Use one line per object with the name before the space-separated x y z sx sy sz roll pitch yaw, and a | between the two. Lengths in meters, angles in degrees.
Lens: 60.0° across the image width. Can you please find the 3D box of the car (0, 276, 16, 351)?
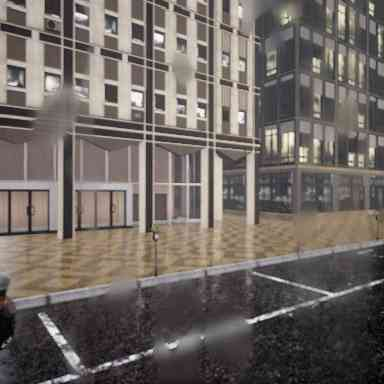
car | -4.333 1.544 3.476 4.403 1.369 2.008 0 0 -35
